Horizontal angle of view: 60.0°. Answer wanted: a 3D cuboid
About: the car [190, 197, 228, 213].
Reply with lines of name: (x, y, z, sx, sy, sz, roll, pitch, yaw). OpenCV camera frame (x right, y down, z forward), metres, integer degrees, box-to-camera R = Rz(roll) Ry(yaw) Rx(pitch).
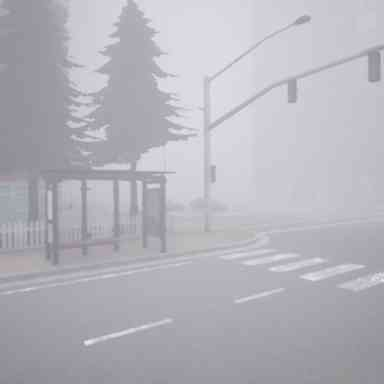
car: (1.697, 1.319, 34.692, 1.837, 1.490, 4.892, -1, 0, -35)

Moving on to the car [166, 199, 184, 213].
car: (-2.955, 1.400, 35.227, 2.033, 1.411, 5.357, -1, 0, -35)
